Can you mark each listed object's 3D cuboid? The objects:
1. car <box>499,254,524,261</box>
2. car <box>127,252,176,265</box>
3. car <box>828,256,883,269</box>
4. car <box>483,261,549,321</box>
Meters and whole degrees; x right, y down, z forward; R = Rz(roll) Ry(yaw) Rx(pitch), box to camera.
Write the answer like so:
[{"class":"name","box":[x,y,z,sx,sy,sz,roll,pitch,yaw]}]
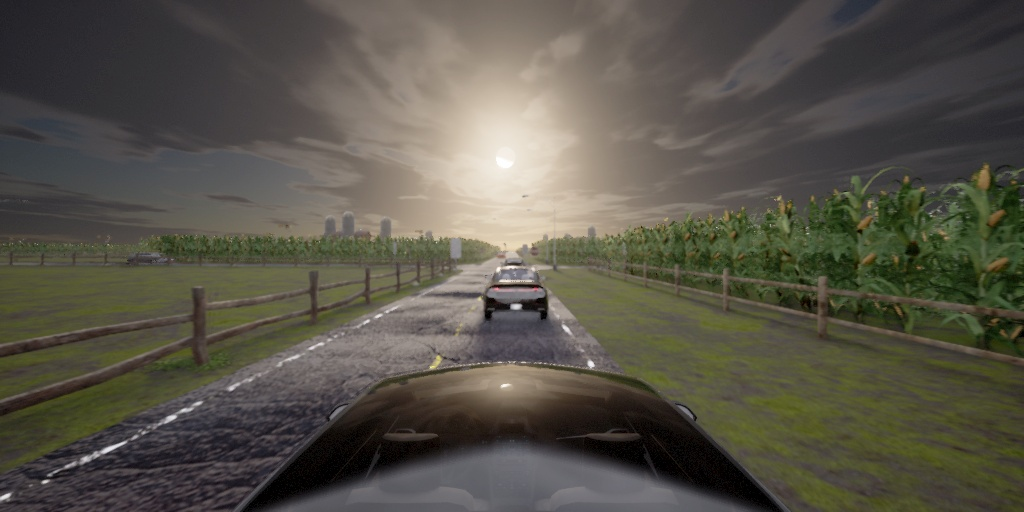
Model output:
[{"class":"car","box":[0.173,0.841,27.063,1.837,1.490,4.892,0,1,0]},{"class":"car","box":[-43.483,0.312,43.368,4.902,1.511,2.128,0,0,1]},{"class":"car","box":[43.144,0.835,45.115,5.008,1.535,1.882,0,0,1]},{"class":"car","box":[0.125,1.078,11.726,2.128,1.511,4.902,0,1,0]}]
